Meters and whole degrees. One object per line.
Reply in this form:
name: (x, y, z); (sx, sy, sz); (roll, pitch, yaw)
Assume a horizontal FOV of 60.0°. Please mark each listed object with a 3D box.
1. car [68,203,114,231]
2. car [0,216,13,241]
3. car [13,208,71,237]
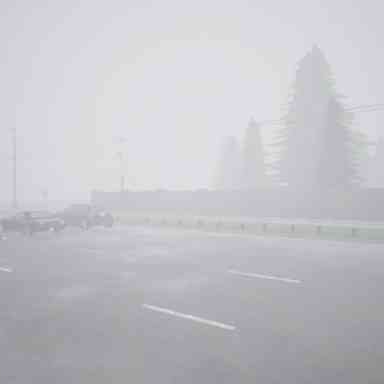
car: (-7.343, 1.502, 22.099); (4.553, 1.767, 2.097); (-1, 0, 35)
car: (-10.847, 1.670, 15.985); (4.674, 1.442, 1.812); (-1, 0, 35)
car: (-9.399, 1.751, 19.267); (4.718, 1.301, 1.895); (-1, 0, 35)
